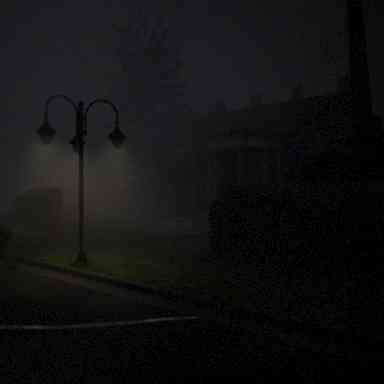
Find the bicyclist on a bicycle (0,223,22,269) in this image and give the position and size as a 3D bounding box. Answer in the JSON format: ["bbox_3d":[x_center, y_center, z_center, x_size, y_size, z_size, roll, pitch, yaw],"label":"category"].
[{"bbox_3d":[-5.486,1.403,9.126,0.582,1.620,1.656,0,0,36],"label":"bicyclist on a bicycle"}]

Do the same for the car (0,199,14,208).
[{"bbox_3d":[-24.808,1.539,42.927,1.895,1.301,4.718,0,0,7],"label":"car"}]
